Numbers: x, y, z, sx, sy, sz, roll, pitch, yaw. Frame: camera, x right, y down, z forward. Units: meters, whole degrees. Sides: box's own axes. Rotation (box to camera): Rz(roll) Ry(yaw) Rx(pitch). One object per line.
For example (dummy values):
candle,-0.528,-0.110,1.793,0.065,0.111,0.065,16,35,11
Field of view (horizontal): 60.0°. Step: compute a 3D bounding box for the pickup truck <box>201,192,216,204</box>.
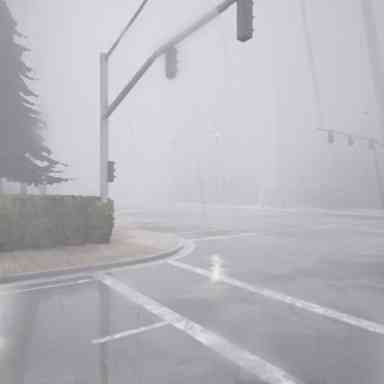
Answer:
pickup truck,3.035,1.046,59.501,2.390,2.098,6.274,0,0,-6
